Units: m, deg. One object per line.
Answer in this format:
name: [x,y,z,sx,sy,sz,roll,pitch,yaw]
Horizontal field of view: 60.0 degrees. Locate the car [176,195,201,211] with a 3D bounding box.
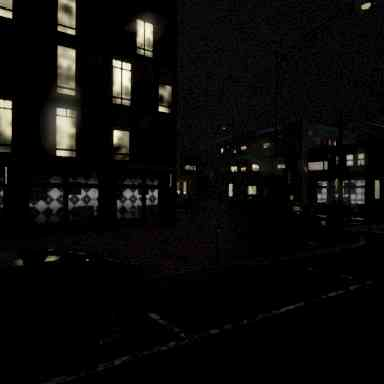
car: [-0.783,1.230,33.732,1.802,1.307,4.206,1,0,-36]

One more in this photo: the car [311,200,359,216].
car: [12.543,1.371,29.771,1.887,1.381,4.507,1,0,-36]

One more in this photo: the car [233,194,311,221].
car: [5.802,1.101,24.801,2.192,1.841,5.009,1,0,-36]

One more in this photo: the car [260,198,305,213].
car: [9.254,1.340,34.236,1.802,1.307,4.206,1,0,-36]

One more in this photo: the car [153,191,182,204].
car: [-3.898,0.793,52.097,2.192,1.841,5.009,1,0,-36]

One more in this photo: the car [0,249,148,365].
car: [-2.695,1.566,4.633,4.313,1.339,1.947,0,0,-36]

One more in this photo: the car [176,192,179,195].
car: [-0.614,1.101,47.633,2.008,1.369,4.403,1,0,-36]

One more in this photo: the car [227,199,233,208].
car: [5.966,1.130,38.703,1.967,1.590,4.097,1,0,-36]
